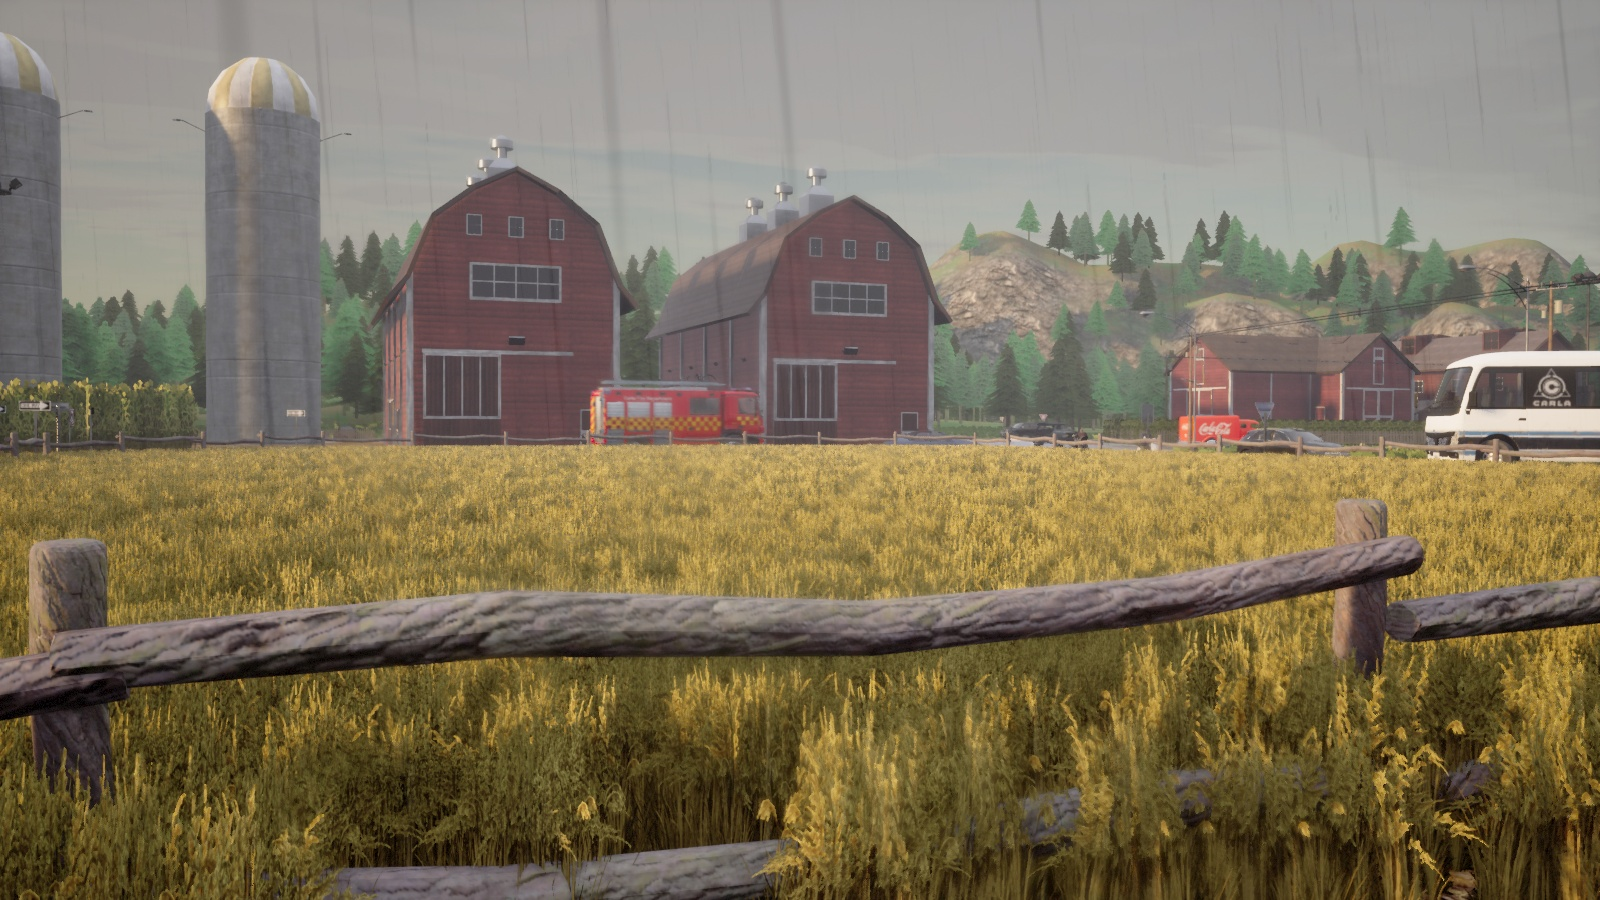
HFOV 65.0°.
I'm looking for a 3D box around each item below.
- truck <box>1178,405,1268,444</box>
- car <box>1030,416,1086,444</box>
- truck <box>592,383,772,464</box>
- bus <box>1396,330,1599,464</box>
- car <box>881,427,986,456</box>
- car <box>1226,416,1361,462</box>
[{"bbox_3d":[29.003,-1.751,86.293,5.204,2.467,2.627,-2,1,-4],"label":"truck"},{"bbox_3d":[18.027,-1.404,87.890,1.905,1.878,3.866,-2,2,-25],"label":"car"},{"bbox_3d":[-5.885,-1.380,63.019,8.468,3.827,2.891,-2,1,-24],"label":"truck"},{"bbox_3d":[26.218,-1.773,42.418,10.273,4.253,3.944,-1,1,10],"label":"bus"},{"bbox_3d":[7.063,-0.473,66.921,5.357,1.411,2.033,-1,1,0],"label":"car"},{"bbox_3d":[18.755,-0.439,47.991,2.033,1.649,4.856,-1,1,-21],"label":"car"}]
